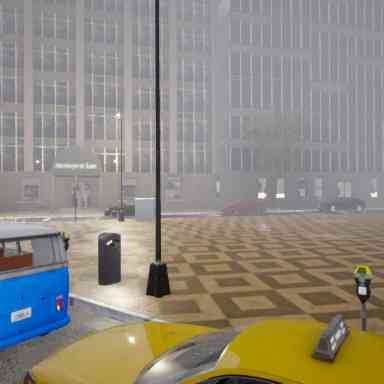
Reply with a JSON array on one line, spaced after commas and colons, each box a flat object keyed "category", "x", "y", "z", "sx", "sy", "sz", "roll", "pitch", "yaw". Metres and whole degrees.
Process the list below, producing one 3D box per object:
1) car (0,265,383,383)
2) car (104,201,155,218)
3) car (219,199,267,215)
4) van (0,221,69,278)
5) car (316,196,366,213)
[{"category": "car", "x": 0.668, "y": 1.526, "z": 2.249, "sx": 4.829, "sy": 1.417, "sz": 1.752, "roll": 0, "pitch": 0, "yaw": 35}, {"category": "car", "x": -5.143, "y": 1.398, "z": 27.485, "sx": 4.181, "sy": 1.385, "sz": 1.994, "roll": 0, "pitch": 0, "yaw": -14}, {"category": "car", "x": 4.570, "y": 1.321, "z": 29.910, "sx": 4.181, "sy": 1.385, "sz": 1.994, "roll": 0, "pitch": 0, "yaw": -14}, {"category": "van", "x": -3.703, "y": 1.344, "z": 5.357, "sx": 3.998, "sy": 1.788, "sz": 1.690, "roll": 0, "pitch": 0, "yaw": 35}, {"category": "car", "x": 14.429, "y": 1.192, "z": 32.354, "sx": 4.892, "sy": 1.490, "sz": 1.837, "roll": 0, "pitch": 0, "yaw": -14}]
